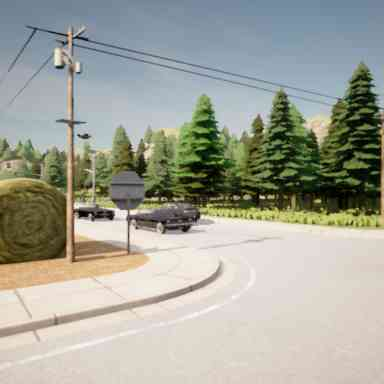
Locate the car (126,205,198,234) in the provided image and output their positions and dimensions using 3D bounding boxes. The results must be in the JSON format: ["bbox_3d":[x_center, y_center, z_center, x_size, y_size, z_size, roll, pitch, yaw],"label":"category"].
[{"bbox_3d":[-1.991,1.641,19.630,1.895,1.301,4.718,0,0,-38],"label":"car"}]

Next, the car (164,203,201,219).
[{"bbox_3d":[-1.356,1.533,24.832,2.128,1.511,4.902,0,0,-38],"label":"car"}]

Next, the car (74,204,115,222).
[{"bbox_3d":[-8.066,1.641,27.336,1.895,1.301,4.718,0,0,-38],"label":"car"}]
